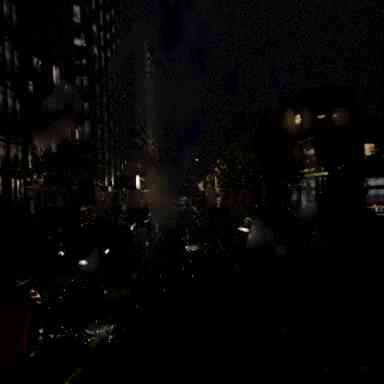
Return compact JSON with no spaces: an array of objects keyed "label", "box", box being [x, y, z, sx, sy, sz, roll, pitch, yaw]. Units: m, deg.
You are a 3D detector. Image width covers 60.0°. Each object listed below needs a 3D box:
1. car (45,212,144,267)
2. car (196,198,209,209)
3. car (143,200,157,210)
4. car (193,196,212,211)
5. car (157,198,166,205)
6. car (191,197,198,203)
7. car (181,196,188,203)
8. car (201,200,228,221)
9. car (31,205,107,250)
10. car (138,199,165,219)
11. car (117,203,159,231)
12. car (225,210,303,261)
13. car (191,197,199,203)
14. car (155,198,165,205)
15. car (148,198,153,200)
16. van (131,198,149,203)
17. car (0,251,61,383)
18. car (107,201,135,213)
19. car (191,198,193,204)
[{"label":"car","box":[-3.317,1.743,12.602,2.033,1.411,5.357,-2,0,-1]},{"label":"car","box":[1.544,1.778,50.955,1.752,1.417,4.829,-3,0,-1]},{"label":"car","box":[-6.953,2.126,55.957,1.752,1.417,4.829,-3,0,-1]},{"label":"car","box":[1.669,1.528,45.254,2.192,1.841,5.009,-3,0,-1]},{"label":"car","box":[-7.614,2.321,83.622,1.752,1.417,4.829,-3,0,-1]},{"label":"car","box":[0.625,2.107,89.514,1.802,1.307,4.206,-3,0,-1]},{"label":"car","box":[-2.083,2.159,90.700,2.033,1.411,5.357,-2,0,-1]},{"label":"car","box":[2.107,1.640,27.919,2.008,1.369,4.403,-3,0,-1]},{"label":"car","box":[-6.127,1.641,16.666,2.192,1.841,5.009,-3,0,-1]},{"label":"car","box":[-3.749,1.831,33.010,2.128,1.511,4.902,-2,0,-1]},{"label":"car","box":[-3.549,1.772,22.718,1.837,1.490,4.892,-2,0,-1]},{"label":"car","box":[2.603,1.522,12.059,2.008,1.369,4.403,-3,0,-1]},{"label":"car","box":[0.756,2.052,83.982,1.947,1.339,4.313,-3,0,-1]},{"label":"car","box":[-7.482,2.282,78.089,1.752,1.417,4.829,-3,0,-1]},{"label":"car","box":[-6.835,1.878,50.594,2.192,1.841,5.009,-3,0,-1]},{"label":"van","box":[-6.570,1.826,39.528,1.690,1.788,3.998,-3,0,-1]},{"label":"car","box":[-3.087,1.692,3.229,1.994,1.385,4.181,-2,0,-2]},{"label":"car","box":[-6.295,1.841,27.733,1.967,1.590,4.097,-3,0,-1]},{"label":"car","box":[1.008,1.723,72.918,2.192,1.841,5.009,-3,0,-1]}]
